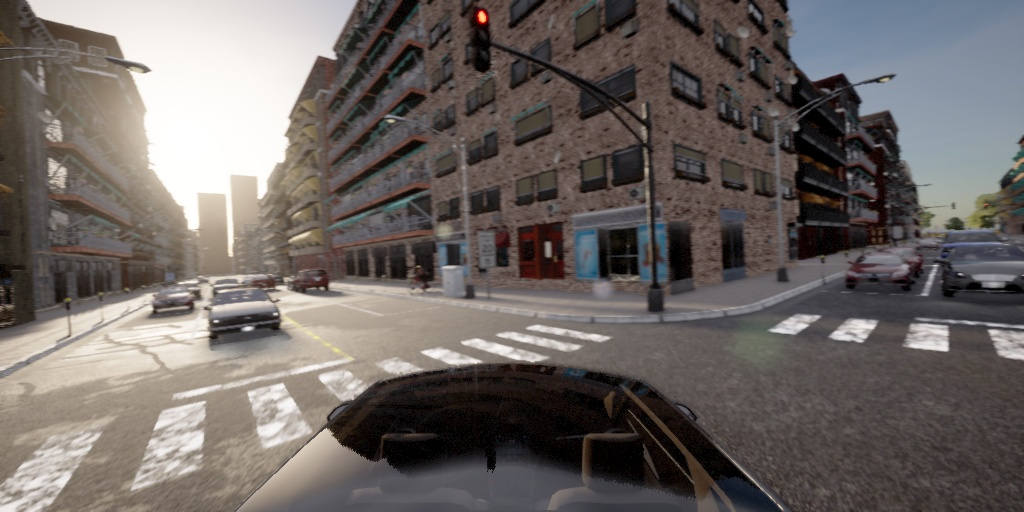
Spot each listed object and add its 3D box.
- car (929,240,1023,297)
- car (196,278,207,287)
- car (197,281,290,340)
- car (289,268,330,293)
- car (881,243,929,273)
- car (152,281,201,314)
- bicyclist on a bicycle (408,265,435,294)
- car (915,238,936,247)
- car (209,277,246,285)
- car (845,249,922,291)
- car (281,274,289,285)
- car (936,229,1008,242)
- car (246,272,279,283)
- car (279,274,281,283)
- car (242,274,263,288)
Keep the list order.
[{"bbox_3d":[14.974,0.421,11.324,4.902,1.511,2.128,-3,1,-40],"label":"car"},{"bbox_3d":[-26.292,2.783,29.084,1.948,1.339,4.313,0,0,-40],"label":"car"},{"bbox_3d":[-9.375,1.818,12.456,2.033,1.411,5.357,-3,0,-40],"label":"car"},{"bbox_3d":[-16.425,1.986,29.458,2.192,1.841,5.009,0,0,-40],"label":"car"},{"bbox_3d":[18.738,0.249,17.528,4.507,1.381,1.888,0,0,-39],"label":"car"},{"bbox_3d":[-19.091,2.395,20.381,1.802,1.307,4.207,0,0,-40],"label":"car"},{"bbox_3d":[-5.196,1.344,20.483,1.656,1.620,0.582,-4,0,-40],"label":"bicyclist on a bicycle"},{"bbox_3d":[48.981,-1.344,42.319,4.207,1.307,1.802,0,0,-39],"label":"car"},{"bbox_3d":[-22.852,2.530,28.769,1.837,1.490,4.892,-3,0,-39],"label":"car"},{"bbox_3d":[14.420,0.517,13.988,4.207,1.307,1.802,0,0,-39],"label":"car"},{"bbox_3d":[-20.033,2.425,33.819,2.007,1.370,4.403,0,0,-40],"label":"car"},{"bbox_3d":[25.592,-0.420,20.028,5.566,2.045,2.150,-3,1,-39],"label":"car"},{"bbox_3d":[-24.934,2.624,35.801,1.882,1.535,5.008,-3,0,-39],"label":"car"},{"bbox_3d":[-30.859,3.052,46.903,1.948,1.339,4.313,0,0,-40],"label":"car"},{"bbox_3d":[-32.383,3.093,44.755,1.812,1.442,4.674,-3,0,-39],"label":"car"}]
